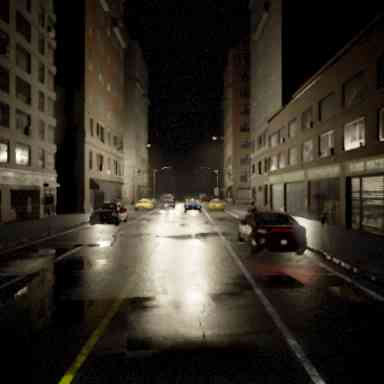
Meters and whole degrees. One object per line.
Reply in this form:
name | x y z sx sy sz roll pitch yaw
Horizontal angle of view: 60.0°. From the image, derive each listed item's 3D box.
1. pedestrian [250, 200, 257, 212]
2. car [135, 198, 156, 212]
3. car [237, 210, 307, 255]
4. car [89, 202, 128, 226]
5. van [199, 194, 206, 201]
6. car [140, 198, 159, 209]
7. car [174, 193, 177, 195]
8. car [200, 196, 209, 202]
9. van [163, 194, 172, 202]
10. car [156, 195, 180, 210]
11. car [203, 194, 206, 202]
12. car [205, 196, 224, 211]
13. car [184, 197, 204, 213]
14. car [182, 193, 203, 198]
pedestrian | 3.002 1.287 16.339 0.375 1.860 0.375 0 0 -10
car | -5.663 1.513 39.340 1.752 1.417 4.829 0 0 0
car | 3.002 1.473 13.336 1.882 1.535 5.008 0 0 0
car | -5.666 1.432 22.933 1.967 1.590 4.097 0 0 0
van | 2.870 1.340 88.311 1.690 1.788 3.998 0 0 0
car | -5.662 1.539 45.035 2.008 1.369 4.403 0 0 0
car | -5.655 1.439 88.313 1.967 1.590 4.097 0 0 0
car | 2.869 1.561 77.308 1.947 1.339 4.313 0 0 0
van | -5.657 1.336 77.310 1.690 1.788 3.998 0 0 0
car | -3.059 1.481 42.667 2.128 1.511 4.902 0 0 0
car | 2.868 1.538 71.807 1.887 1.381 4.507 0 0 0
car | 2.862 1.513 39.678 1.752 1.417 4.829 0 0 0
car | 0.087 1.589 37.098 1.895 1.301 4.718 0 0 0
car | 0.008 1.209 47.504 2.150 2.045 5.566 0 0 0
